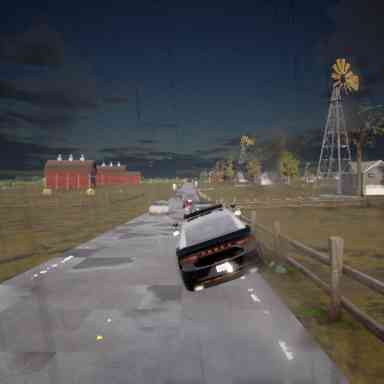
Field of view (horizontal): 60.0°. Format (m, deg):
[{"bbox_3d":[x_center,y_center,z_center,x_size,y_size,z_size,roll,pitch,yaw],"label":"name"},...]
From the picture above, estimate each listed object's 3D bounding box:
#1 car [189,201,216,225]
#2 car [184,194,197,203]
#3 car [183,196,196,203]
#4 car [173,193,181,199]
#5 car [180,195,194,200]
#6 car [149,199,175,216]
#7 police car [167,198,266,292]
[{"bbox_3d":[0.714,1.471,25.149,1.837,1.490,4.892,0,0,0],"label":"car"},{"bbox_3d":[-0.269,1.209,60.581,2.128,1.511,4.902,0,1,0],"label":"car"},{"bbox_3d":[0.667,1.308,19.108,2.097,1.767,4.553,-1,0,0],"label":"car"},{"bbox_3d":[-3.078,1.007,73.484,2.033,1.411,5.357,0,1,0],"label":"car"},{"bbox_3d":[-0.195,1.237,47.063,2.097,1.767,4.553,0,0,0],"label":"car"},{"bbox_3d":[-2.991,1.552,32.149,1.895,1.301,4.718,0,0,0],"label":"car"},{"bbox_3d":[0.529,1.199,9.227,1.930,1.638,5.238,-18,3,0],"label":"police car"}]
